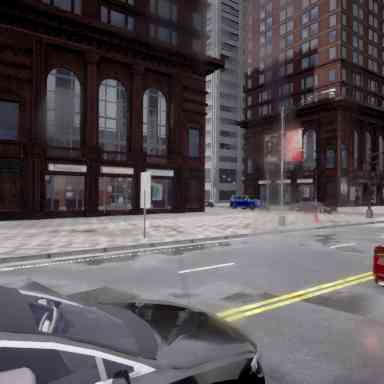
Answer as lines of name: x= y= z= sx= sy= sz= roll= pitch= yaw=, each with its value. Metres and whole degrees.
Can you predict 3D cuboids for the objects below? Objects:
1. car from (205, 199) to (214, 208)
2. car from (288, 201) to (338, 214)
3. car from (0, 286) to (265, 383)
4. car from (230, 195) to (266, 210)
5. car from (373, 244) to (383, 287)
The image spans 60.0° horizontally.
car: x=1.705 y=1.834 z=53.600 sx=1.994 sy=1.385 sz=4.181 roll=1 pitch=-1 yaw=-35
car: x=13.402 y=1.725 z=37.129 sx=2.033 sy=1.411 sz=5.357 roll=1 pitch=-1 yaw=-35
car: x=-1.558 y=1.492 z=2.334 sx=4.902 sy=1.511 sz=2.128 roll=0 pitch=0 yaw=-35
car: x=7.524 y=1.445 z=45.407 sx=2.150 sy=2.045 sz=5.566 roll=1 pitch=-1 yaw=-35
car: x=6.271 y=1.489 z=7.905 sx=5.008 sy=1.535 sz=1.882 roll=0 pitch=0 yaw=-35
